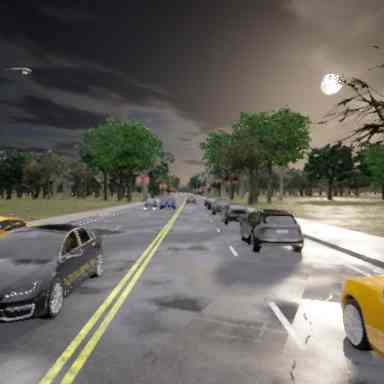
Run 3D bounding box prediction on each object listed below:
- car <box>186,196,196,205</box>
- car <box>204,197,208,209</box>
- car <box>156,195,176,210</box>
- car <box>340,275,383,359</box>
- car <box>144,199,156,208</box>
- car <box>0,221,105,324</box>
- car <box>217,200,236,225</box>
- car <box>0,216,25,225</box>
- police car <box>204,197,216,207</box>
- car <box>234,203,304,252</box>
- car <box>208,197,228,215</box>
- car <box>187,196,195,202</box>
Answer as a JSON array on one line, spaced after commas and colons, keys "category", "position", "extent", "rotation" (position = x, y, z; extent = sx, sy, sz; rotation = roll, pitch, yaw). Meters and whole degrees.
[{"category": "car", "position": [-0.205, 1.683, 67.205], "extent": [2.097, 1.767, 4.553], "rotation": [0, 0, 0]}, {"category": "car", "position": [3.151, 1.738, 47.282], "extent": [2.163, 1.488, 4.792], "rotation": [0, 0, 0]}, {"category": "car", "position": [-3.433, 1.457, 47.670], "extent": [2.150, 2.045, 5.566], "rotation": [0, 0, 0]}, {"category": "car", "position": [3.251, 1.494, 3.231], "extent": [1.882, 1.535, 5.008], "rotation": [0, 0, 0]}, {"category": "car", "position": [-6.685, 1.794, 54.103], "extent": [1.812, 1.442, 4.674], "rotation": [0, 0, 0]}, {"category": "car", "position": [-3.351, 1.542, 7.498], "extent": [1.837, 1.490, 4.892], "rotation": [0, 0, 0]}, {"category": "car", "position": [3.226, 1.629, 25.242], "extent": [1.837, 1.490, 4.892], "rotation": [0, 0, 0]}, {"category": "car", "position": [-6.603, 1.530, 10.519], "extent": [1.882, 1.535, 5.008], "rotation": [0, 0, 0]}, {"category": "police car", "position": [3.095, 1.714, 58.368], "extent": [1.930, 1.638, 5.238], "rotation": [0, 0, 0]}, {"category": "car", "position": [3.245, 1.502, 14.236], "extent": [2.033, 1.649, 4.856], "rotation": [0, 0, 0]}, {"category": "car", "position": [3.195, 1.531, 36.218], "extent": [2.097, 1.767, 4.553], "rotation": [0, 0, 0]}, {"category": "car", "position": [-0.337, 1.831, 85.048], "extent": [1.994, 1.385, 4.181], "rotation": [0, 0, 0]}]
